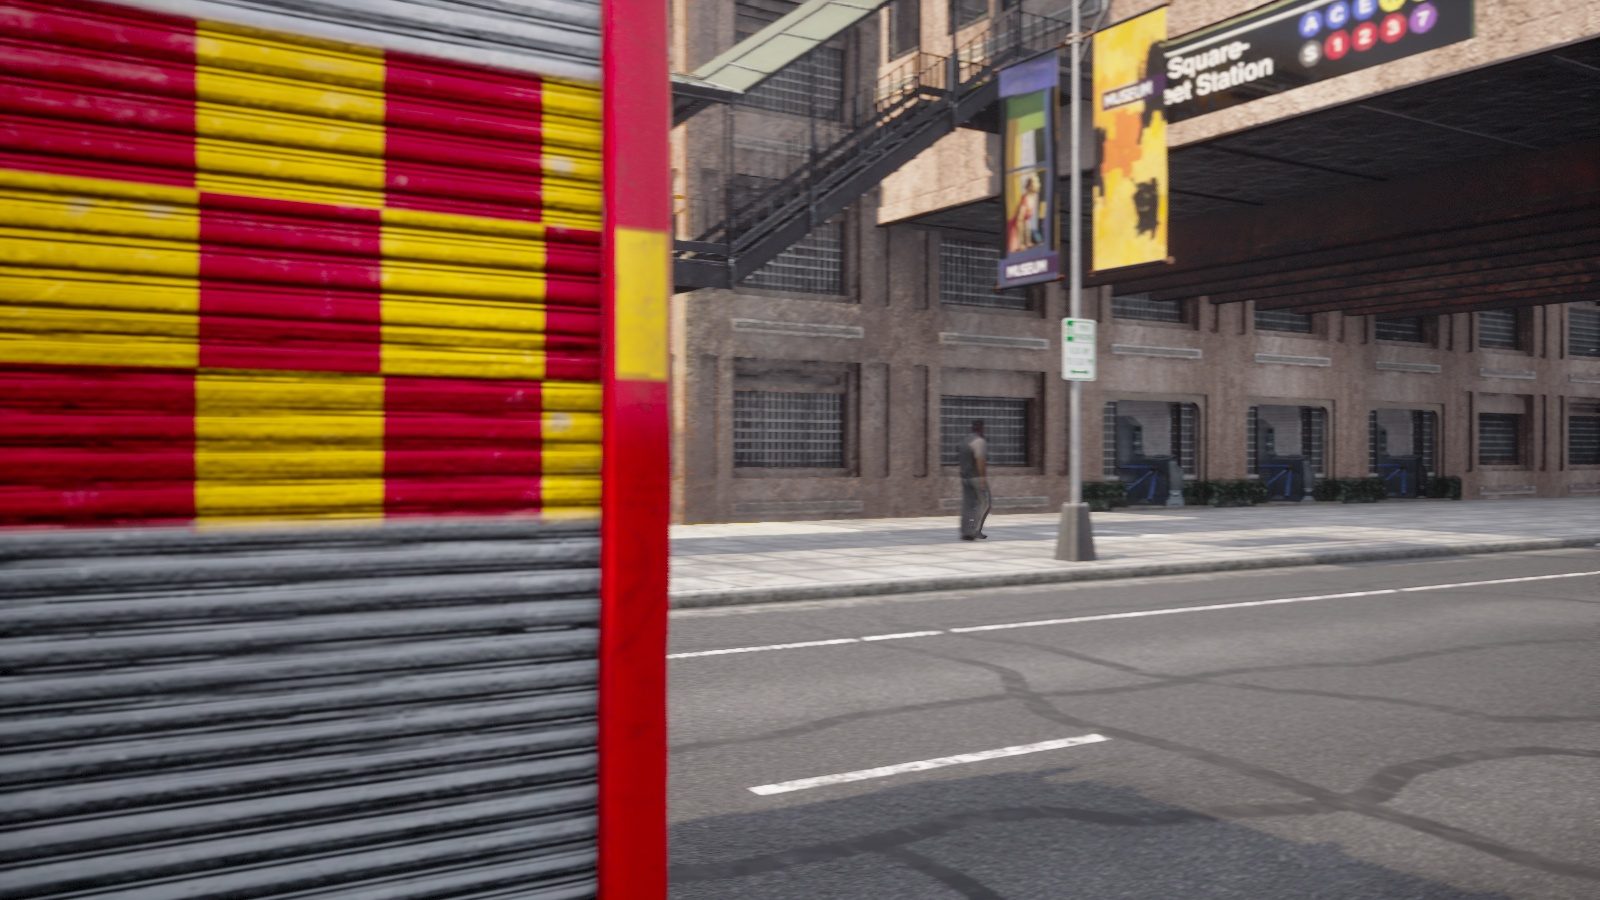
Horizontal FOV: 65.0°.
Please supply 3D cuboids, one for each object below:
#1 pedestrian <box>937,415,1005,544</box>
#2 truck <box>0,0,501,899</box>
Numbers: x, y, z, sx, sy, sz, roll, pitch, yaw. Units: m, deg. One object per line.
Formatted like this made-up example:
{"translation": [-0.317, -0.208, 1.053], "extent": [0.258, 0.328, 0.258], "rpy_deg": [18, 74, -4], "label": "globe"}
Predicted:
{"translation": [2.569, 0.435, 18.892], "extent": [0.849, 1.883, 0.563], "rpy_deg": [0, 0, -29], "label": "pedestrian"}
{"translation": [-4.764, -0.410, 0.688], "extent": [8.468, 3.827, 2.891], "rpy_deg": [0, 0, -31], "label": "truck"}
